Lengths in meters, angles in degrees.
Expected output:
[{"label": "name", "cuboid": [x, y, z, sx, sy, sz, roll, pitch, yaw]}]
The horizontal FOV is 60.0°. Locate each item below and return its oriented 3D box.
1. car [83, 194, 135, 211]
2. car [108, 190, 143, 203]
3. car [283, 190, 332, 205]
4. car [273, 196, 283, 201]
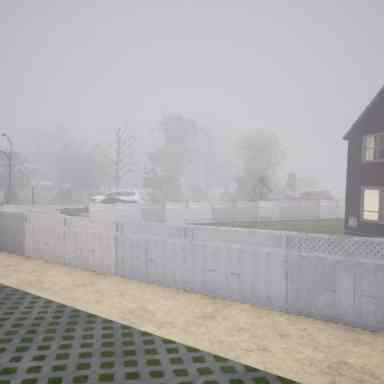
[{"label": "car", "cuboid": [-8.451, 1.253, 33.403, 4.674, 1.442, 1.812, 0, 2, -18]}, {"label": "car", "cuboid": [-8.284, 0.829, 36.873, 5.566, 2.045, 2.150, -1, 2, -18]}, {"label": "car", "cuboid": [14.642, 0.803, 41.067, 5.566, 2.045, 2.150, 0, 2, -18]}, {"label": "car", "cuboid": [12.960, 0.951, 43.944, 5.008, 1.535, 1.882, 0, 2, -18]}]
